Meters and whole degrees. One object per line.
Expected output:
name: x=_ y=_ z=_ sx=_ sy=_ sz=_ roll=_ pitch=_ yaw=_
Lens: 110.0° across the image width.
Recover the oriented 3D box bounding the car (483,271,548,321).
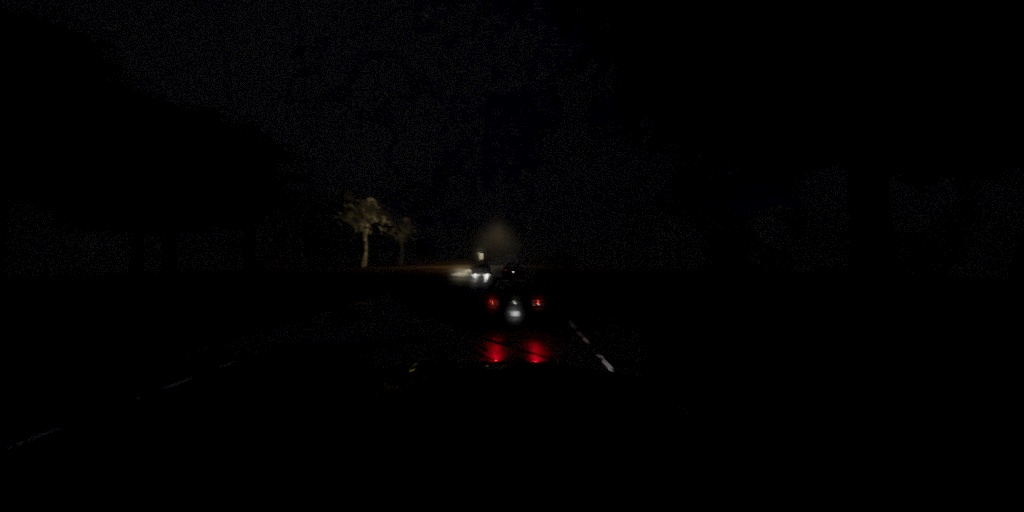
car: x=0.110 y=1.362 z=12.426 sx=1.895 sy=1.301 sz=4.718 roll=0 pitch=0 yaw=0

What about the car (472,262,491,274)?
car: x=-3.574 y=1.411 z=42.529 sx=1.994 sy=1.385 sz=4.181 roll=0 pitch=0 yaw=0

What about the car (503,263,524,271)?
car: x=0.108 y=1.374 z=33.344 sx=1.994 sy=1.385 sz=4.181 roll=0 pitch=0 yaw=0
